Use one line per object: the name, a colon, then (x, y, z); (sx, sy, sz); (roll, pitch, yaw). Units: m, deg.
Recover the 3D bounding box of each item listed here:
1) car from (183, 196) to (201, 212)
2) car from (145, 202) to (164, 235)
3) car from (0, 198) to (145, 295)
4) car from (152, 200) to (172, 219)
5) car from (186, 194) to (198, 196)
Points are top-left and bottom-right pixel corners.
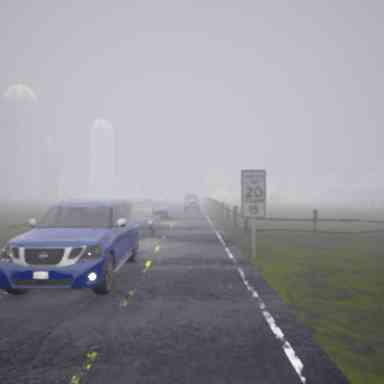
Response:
car: (-0.016, 1.517, 38.959); (1.837, 1.490, 4.892); (0, 0, 0)
car: (-2.843, 1.529, 19.027); (1.812, 1.442, 4.674); (0, 0, 0)
car: (-2.845, 1.223, 9.061); (2.150, 2.045, 5.566); (0, 0, 0)
car: (-2.848, 1.485, 29.225); (1.882, 1.535, 5.008); (0, 0, 0)
car: (-0.020, 1.241, 49.424); (2.150, 2.045, 5.566); (0, 0, 0)
